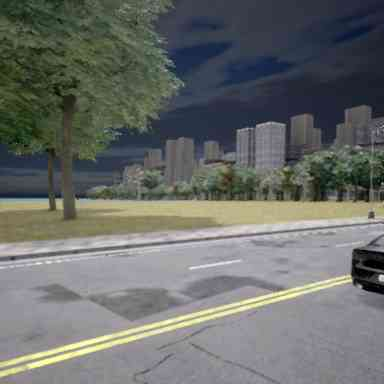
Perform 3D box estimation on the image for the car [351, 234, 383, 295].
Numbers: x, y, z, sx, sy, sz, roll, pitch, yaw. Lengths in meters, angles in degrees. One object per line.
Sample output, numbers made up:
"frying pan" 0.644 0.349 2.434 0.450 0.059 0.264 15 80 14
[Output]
"car" 5.736 1.492 7.714 5.008 1.535 1.882 0 0 -34
